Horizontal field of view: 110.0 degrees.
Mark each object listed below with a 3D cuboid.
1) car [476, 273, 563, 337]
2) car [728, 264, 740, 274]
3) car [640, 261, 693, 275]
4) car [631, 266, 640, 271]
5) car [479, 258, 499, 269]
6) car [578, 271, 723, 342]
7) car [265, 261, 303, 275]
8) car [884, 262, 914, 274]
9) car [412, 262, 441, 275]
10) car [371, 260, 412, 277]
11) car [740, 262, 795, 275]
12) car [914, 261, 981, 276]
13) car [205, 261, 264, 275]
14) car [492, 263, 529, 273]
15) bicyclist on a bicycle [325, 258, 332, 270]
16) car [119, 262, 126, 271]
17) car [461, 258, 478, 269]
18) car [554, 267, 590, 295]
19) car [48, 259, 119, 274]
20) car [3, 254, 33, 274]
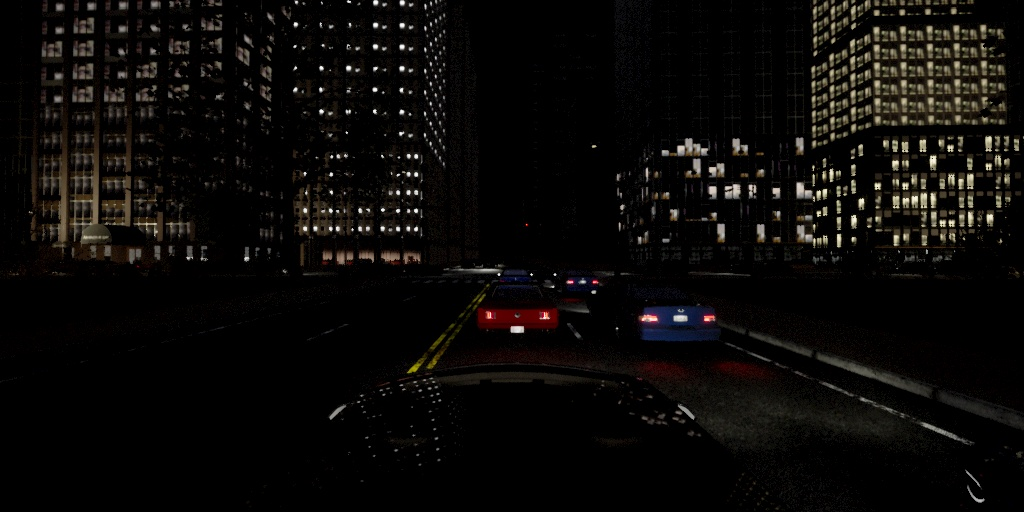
[{"bbox_3d":[0.136,1.352,10.227,1.895,1.301,4.718,0,0,0],"label":"car"},{"bbox_3d":[27.901,1.419,42.326,4.181,1.385,1.994,0,-1,2],"label":"car"},{"bbox_3d":[17.213,1.288,39.412,4.902,1.511,2.128,0,-1,2],"label":"car"},{"bbox_3d":[17.037,1.390,42.669,5.357,1.411,2.033,0,-1,2],"label":"car"},{"bbox_3d":[-3.628,1.220,57.650,2.128,1.511,4.902,0,0,-1],"label":"car"},{"bbox_3d":[3.383,1.299,9.694,2.033,1.411,5.357,0,0,0],"label":"car"},{"bbox_3d":[-24.537,1.255,37.898,4.181,1.385,1.994,0,-1,2],"label":"car"},{"bbox_3d":[46.283,1.400,41.693,4.674,1.442,1.812,0,-1,2],"label":"car"},{"bbox_3d":[-9.725,1.291,38.370,4.181,1.385,1.994,0,-1,-14],"label":"car"},{"bbox_3d":[-12.504,1.153,33.921,4.902,1.511,2.128,0,-1,8],"label":"car"},{"bbox_3d":[28.091,1.335,39.054,4.674,1.442,1.812,0,-1,2],"label":"car"},{"bbox_3d":[46.986,1.307,38.411,5.008,1.535,1.882,0,-1,2],"label":"car"},{"bbox_3d":[-27.078,1.167,34.736,4.674,1.442,1.812,0,-1,2],"label":"car"},{"bbox_3d":[0.183,1.298,19.804,2.033,1.411,5.357,0,0,0],"label":"car"},{"bbox_3d":[-24.937,1.147,48.779,0.582,1.620,1.656,0,-1,2],"label":"bicyclist on a bicycle"},{"bbox_3d":[-49.017,1.209,42.141,4.892,1.490,1.837,0,-1,3],"label":"car"},{"bbox_3d":[-6.863,1.233,56.800,1.837,1.490,4.892,0,0,0],"label":"car"},{"bbox_3d":[3.433,1.298,19.764,2.033,1.411,5.357,0,0,0],"label":"car"},{"bbox_3d":[-46.174,1.138,38.681,5.008,1.535,1.882,0,-1,2],"label":"car"},{"bbox_3d":[-52.026,0.831,35.680,5.566,2.045,2.150,0,-1,3],"label":"car"}]
